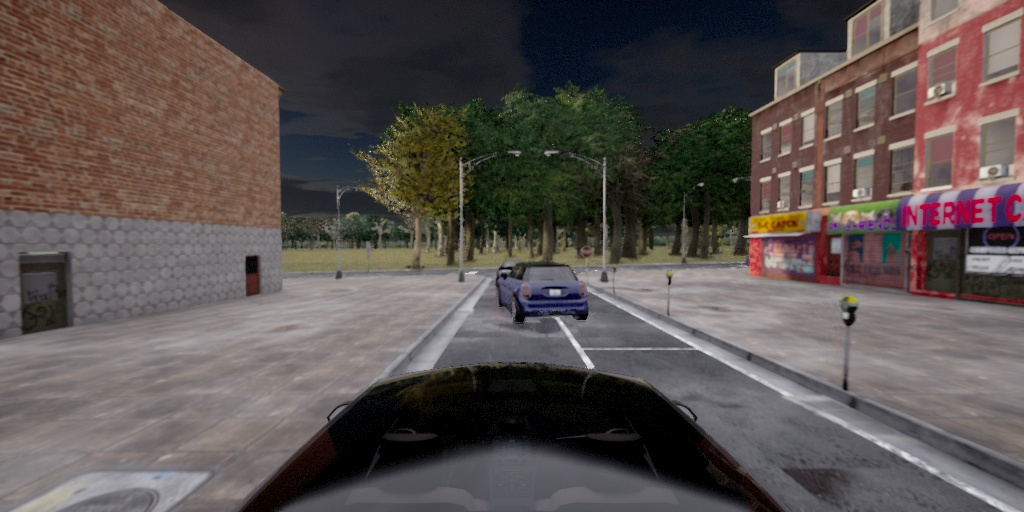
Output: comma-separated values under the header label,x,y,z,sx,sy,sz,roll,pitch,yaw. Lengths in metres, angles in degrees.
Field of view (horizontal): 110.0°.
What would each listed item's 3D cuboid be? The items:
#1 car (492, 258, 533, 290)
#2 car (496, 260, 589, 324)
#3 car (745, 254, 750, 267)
label,x,y,z,sx,sy,sz,roll,pitch,yaw
car,0.125,0.949,20.875,2.128,1.511,4.902,0,1,2
car,0.776,0.950,11.632,2.097,1.767,4.553,0,1,-10
car,23.199,0.105,31.422,4.553,1.767,2.097,-1,2,0
